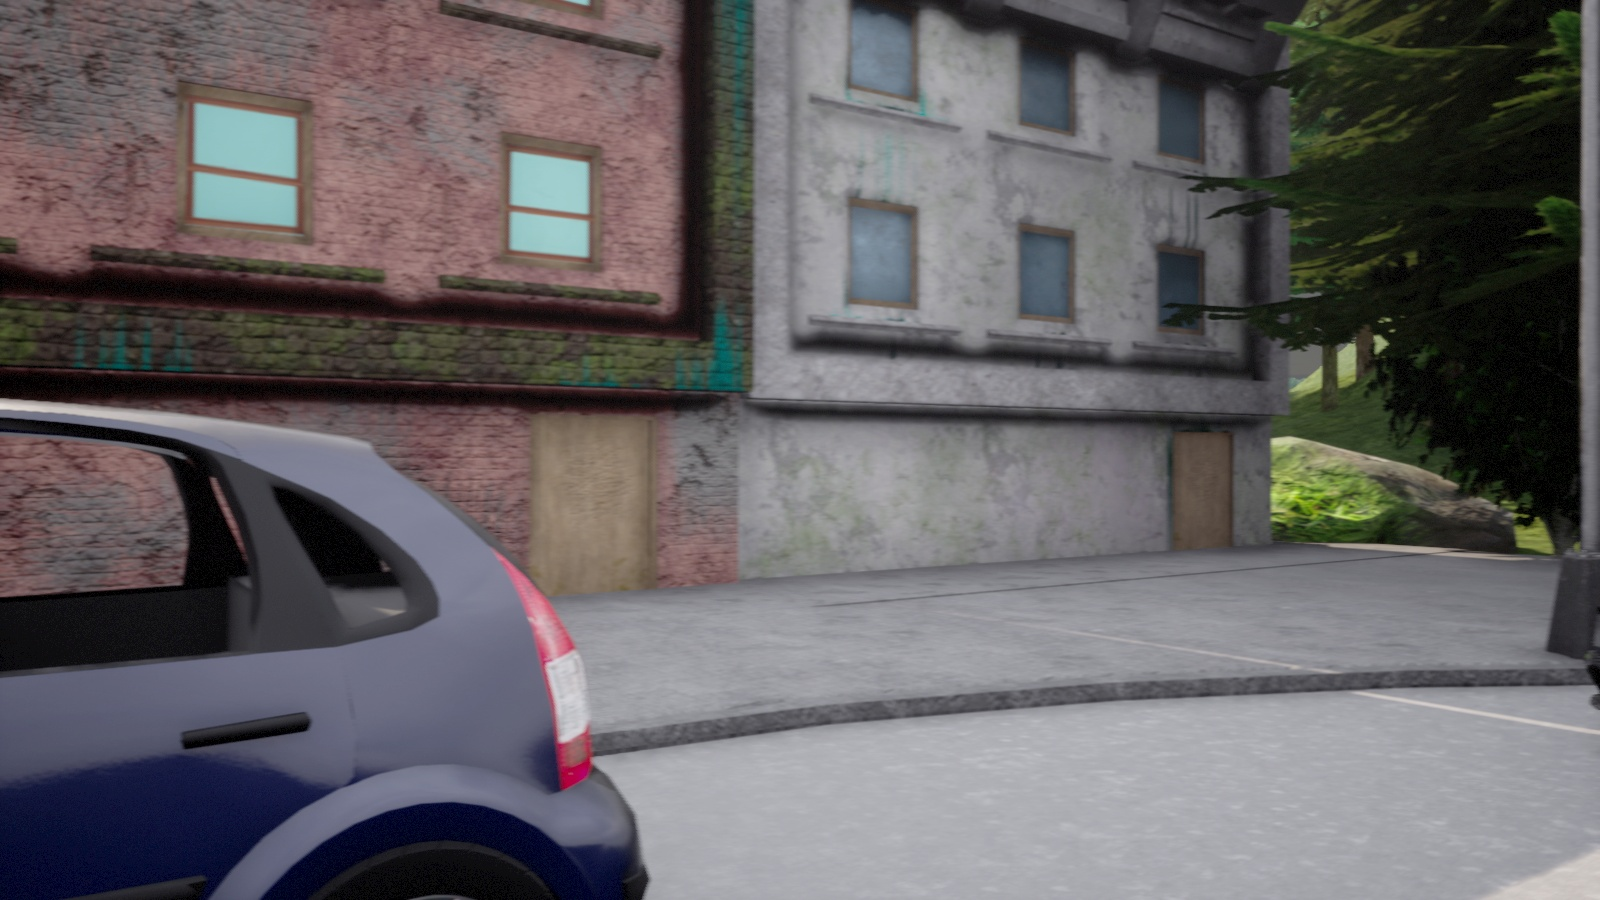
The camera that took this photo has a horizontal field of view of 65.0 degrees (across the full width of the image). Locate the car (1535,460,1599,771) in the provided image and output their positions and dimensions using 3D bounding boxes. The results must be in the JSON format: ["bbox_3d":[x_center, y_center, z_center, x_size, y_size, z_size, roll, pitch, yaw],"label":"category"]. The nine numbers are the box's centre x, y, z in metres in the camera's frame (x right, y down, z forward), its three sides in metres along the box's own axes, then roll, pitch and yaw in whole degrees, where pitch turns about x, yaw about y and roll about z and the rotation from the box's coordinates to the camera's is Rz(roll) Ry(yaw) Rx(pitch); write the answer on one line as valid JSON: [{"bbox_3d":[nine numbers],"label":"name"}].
[{"bbox_3d":[5.985,0.769,5.265,4.674,1.442,1.812,0,0,11],"label":"car"}]

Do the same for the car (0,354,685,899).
[{"bbox_3d":[-2.438,0.649,2.516,3.988,1.617,1.851,0,0,-31],"label":"car"}]
